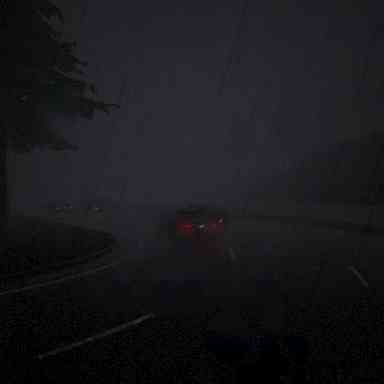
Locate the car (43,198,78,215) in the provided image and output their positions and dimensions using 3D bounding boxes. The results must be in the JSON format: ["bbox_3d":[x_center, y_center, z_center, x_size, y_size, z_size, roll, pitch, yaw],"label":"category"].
[{"bbox_3d":[-13.370,1.528,33.153,2.033,1.411,5.357,0,0,-35],"label":"car"}]

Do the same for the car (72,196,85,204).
[{"bbox_3d":[-22.267,1.551,64.999,1.895,1.301,4.718,0,0,-26],"label":"car"}]

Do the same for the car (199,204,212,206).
[{"bbox_3d":[0.371,1.484,21.261,1.812,1.442,4.674,0,0,-34],"label":"car"}]

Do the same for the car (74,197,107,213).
[{"bbox_3d":[-11.250,1.469,36.379,1.837,1.490,4.892,0,-1,-34],"label":"car"}]

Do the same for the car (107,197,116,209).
[{"bbox_3d":[-11.384,1.454,43.478,1.837,1.490,4.892,0,-2,-29],"label":"car"}]

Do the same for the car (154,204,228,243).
[{"bbox_3d":[-0.433,1.518,16.116,2.033,1.411,5.357,0,0,-19],"label":"car"}]
